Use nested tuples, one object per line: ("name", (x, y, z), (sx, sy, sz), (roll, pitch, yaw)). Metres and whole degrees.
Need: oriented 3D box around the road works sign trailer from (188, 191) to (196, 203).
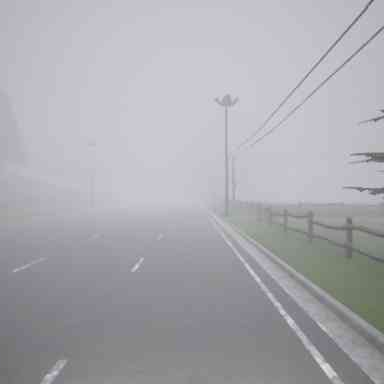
("road works sign trailer", (-0.004, 1.323, 92.990), (2.380, 3.560, 2.880), (0, -1, 0))
